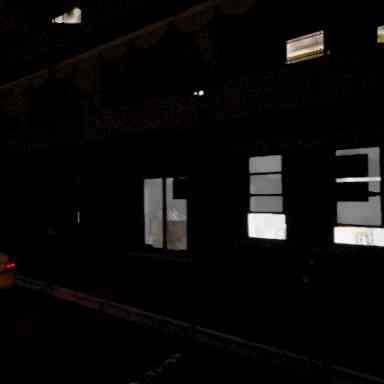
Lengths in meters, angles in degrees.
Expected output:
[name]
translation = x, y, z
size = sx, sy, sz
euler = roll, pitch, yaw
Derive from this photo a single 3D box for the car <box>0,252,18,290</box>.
[car]
translation = -6.053, 1.455, 7.569
size = 5.366, 1.575, 1.801
euler = 0, 0, 35
